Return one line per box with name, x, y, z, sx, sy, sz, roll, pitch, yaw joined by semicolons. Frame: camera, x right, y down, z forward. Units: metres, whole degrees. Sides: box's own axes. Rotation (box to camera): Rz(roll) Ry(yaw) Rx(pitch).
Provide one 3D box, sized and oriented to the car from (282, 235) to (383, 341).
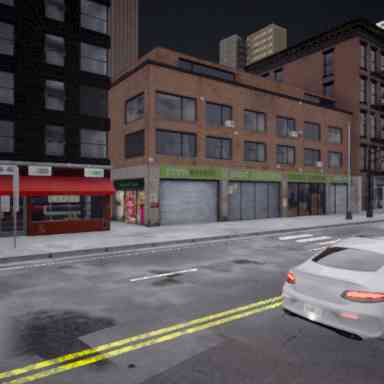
car;3.616;1.523;6.021;4.674;1.442;1.812;0;0;-34
